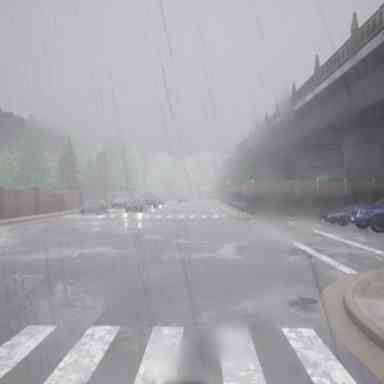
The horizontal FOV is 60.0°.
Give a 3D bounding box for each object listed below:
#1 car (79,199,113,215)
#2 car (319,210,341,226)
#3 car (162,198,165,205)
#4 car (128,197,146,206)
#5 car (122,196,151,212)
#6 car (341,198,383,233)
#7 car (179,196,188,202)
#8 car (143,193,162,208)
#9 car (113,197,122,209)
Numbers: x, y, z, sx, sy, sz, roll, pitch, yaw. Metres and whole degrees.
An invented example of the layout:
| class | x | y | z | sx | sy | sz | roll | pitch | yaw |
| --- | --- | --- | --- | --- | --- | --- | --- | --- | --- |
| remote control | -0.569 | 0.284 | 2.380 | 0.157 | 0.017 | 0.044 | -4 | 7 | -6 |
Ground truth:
| class | x | y | z | sx | sy | sz | roll | pitch | yaw |
| --- | --- | --- | --- | --- | --- | --- | --- | --- | --- |
| car | -9.885 | 1.502 | 33.853 | 1.837 | 1.490 | 4.892 | 0 | 0 | 1 |
| car | 11.656 | 1.545 | 22.849 | 5.357 | 1.411 | 2.033 | 0 | 0 | 1 |
| car | -5.858 | 1.558 | 57.806 | 1.994 | 1.385 | 4.181 | 0 | 0 | 2 |
| car | -9.374 | 1.542 | 57.263 | 2.033 | 1.411 | 5.357 | 0 | 0 | 2 |
| car | -6.292 | 1.501 | 37.981 | 1.837 | 1.490 | 4.892 | 0 | 0 | 1 |
| car | 12.115 | 1.220 | 19.346 | 5.566 | 2.045 | 2.150 | 0 | 0 | 1 |
| car | -1.950 | 1.545 | 76.208 | 1.994 | 1.385 | 4.181 | 0 | 0 | 4 |
| car | -6.100 | 1.216 | 47.833 | 2.150 | 2.045 | 5.566 | 0 | 0 | 1 |
| car | -9.647 | 1.473 | 45.557 | 1.882 | 1.535 | 5.008 | 0 | 0 | 1 |
